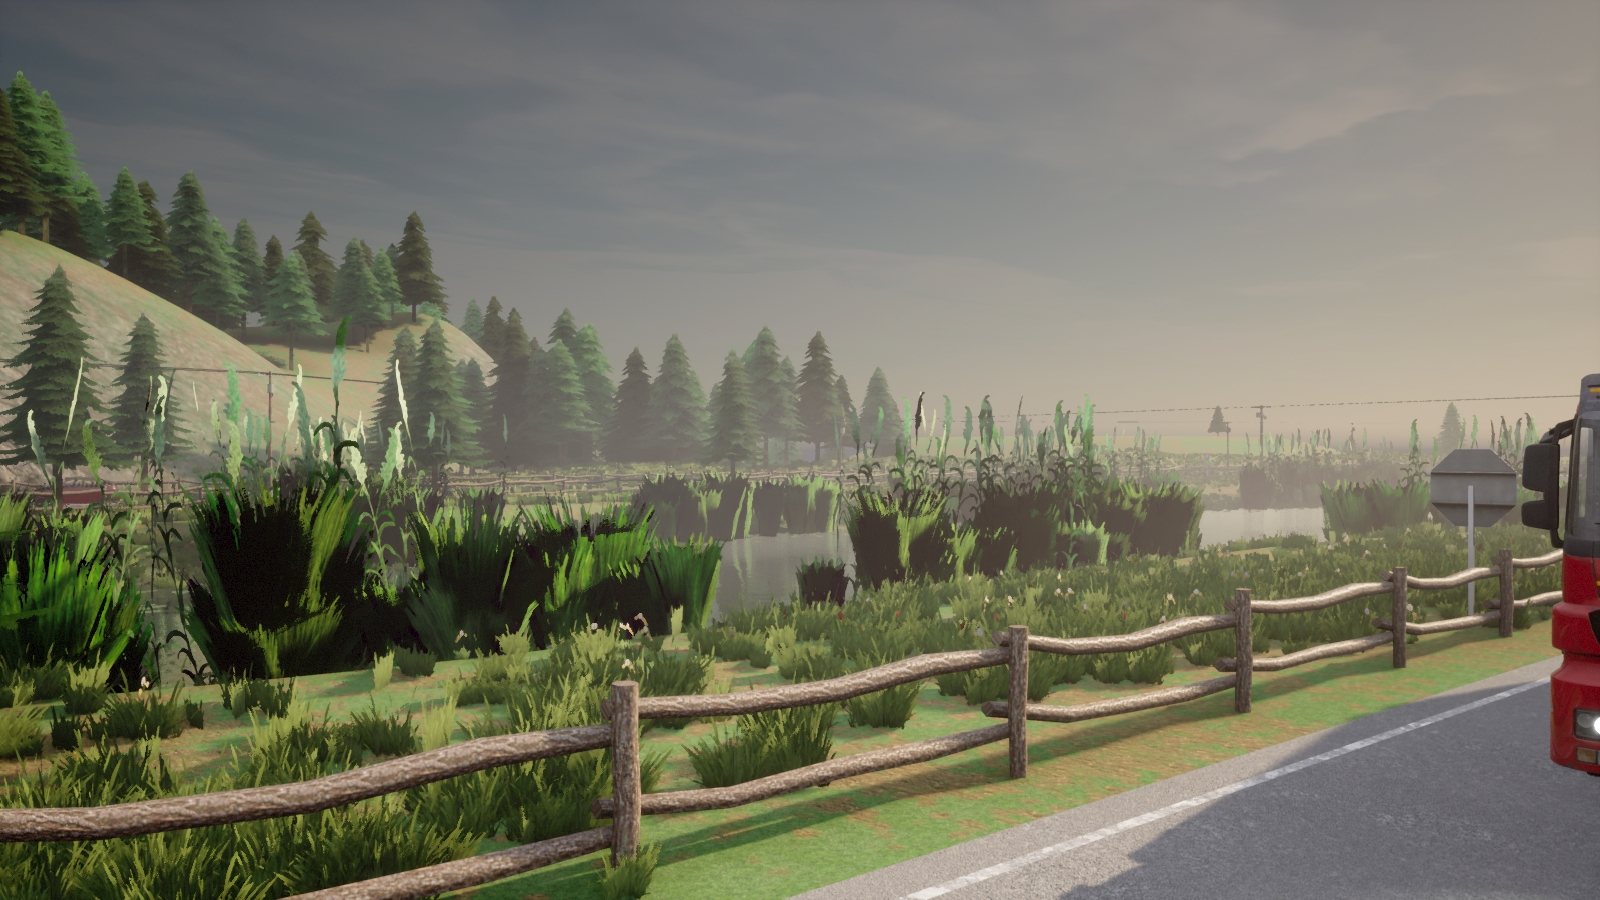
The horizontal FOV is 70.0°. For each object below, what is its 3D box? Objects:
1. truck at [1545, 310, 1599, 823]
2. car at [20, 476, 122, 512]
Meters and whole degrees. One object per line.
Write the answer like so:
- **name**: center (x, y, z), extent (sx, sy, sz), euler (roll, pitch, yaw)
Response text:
- **truck**: center (9.577, 0.862, 10.973), extent (2.891, 3.827, 8.468), euler (0, 0, 41)
- **car**: center (-34.179, 2.026, 53.619), extent (1.789, 1.549, 3.705), euler (0, 0, 42)
